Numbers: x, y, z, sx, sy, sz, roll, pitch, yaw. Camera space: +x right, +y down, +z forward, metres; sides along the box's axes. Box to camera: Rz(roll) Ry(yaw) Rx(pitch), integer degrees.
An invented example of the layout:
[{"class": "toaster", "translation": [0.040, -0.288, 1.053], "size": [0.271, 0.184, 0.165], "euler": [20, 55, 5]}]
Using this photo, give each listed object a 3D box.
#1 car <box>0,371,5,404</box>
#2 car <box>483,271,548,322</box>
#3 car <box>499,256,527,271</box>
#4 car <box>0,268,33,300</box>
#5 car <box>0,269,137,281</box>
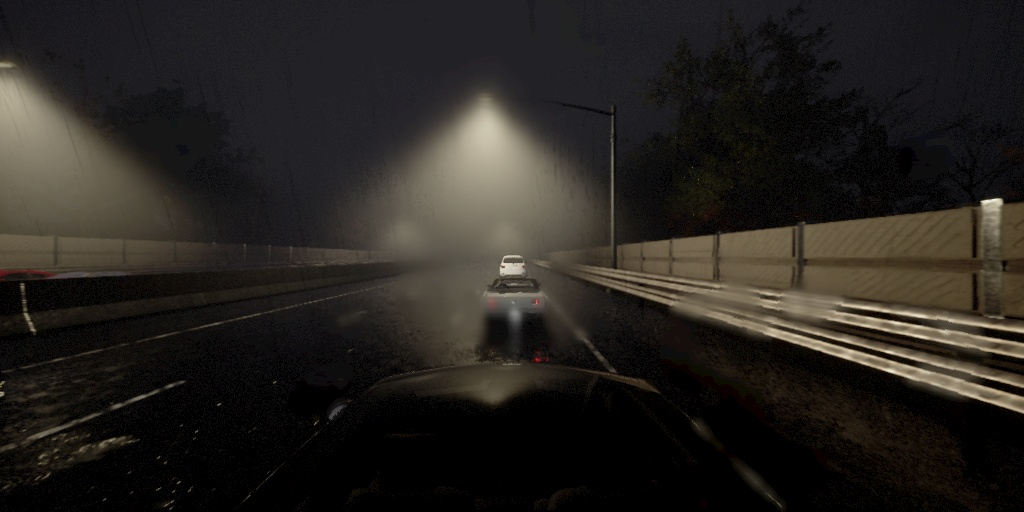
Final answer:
[{"class": "car", "translation": [-6.900, 1.254, 2.118], "size": [1.837, 1.490, 4.892], "euler": [0, 0, 0]}, {"class": "car", "translation": [0.101, 1.364, 12.381], "size": [1.895, 1.301, 4.718], "euler": [0, 0, 0]}, {"class": "car", "translation": [0.102, 1.012, 30.630], "size": [2.150, 2.045, 5.566], "euler": [0, 0, 0]}, {"class": "car", "translation": [-24.504, 1.293, 15.317], "size": [1.812, 1.442, 4.674], "euler": [0, 0, 0]}, {"class": "car", "translation": [-17.504, 1.314, 14.921], "size": [2.033, 1.411, 5.357], "euler": [0, 0, 1]}]
